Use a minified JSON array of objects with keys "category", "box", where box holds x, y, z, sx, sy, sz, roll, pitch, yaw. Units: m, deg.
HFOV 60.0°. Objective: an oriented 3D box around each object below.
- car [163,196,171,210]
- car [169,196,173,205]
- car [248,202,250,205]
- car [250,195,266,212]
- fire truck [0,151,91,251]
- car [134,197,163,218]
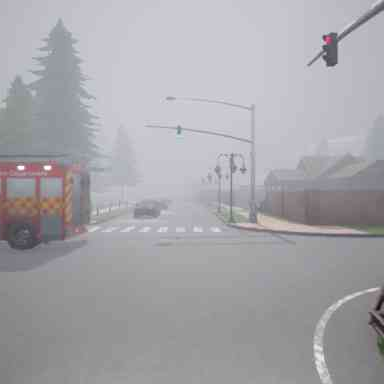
[{"category":"car","box":[-4.128,1.571,42.566,1.895,1.301,4.718,0,0,0]},{"category":"car","box":[-4.435,1.447,58.007,1.882,1.535,5.008,0,0,-3]},{"category":"car","box":[8.448,1.146,37.759,3.866,1.878,1.905,0,0,-1]},{"category":"car","box":[8.862,1.144,35.249,4.605,1.855,1.932,0,0,-1]},{"category":"fire truck","box":[-8.863,0.325,13.969,8.468,3.827,2.891,0,0,1]},{"category":"car","box":[-4.037,1.448,30.443,1.882,1.535,5.008,0,0,0]}]
